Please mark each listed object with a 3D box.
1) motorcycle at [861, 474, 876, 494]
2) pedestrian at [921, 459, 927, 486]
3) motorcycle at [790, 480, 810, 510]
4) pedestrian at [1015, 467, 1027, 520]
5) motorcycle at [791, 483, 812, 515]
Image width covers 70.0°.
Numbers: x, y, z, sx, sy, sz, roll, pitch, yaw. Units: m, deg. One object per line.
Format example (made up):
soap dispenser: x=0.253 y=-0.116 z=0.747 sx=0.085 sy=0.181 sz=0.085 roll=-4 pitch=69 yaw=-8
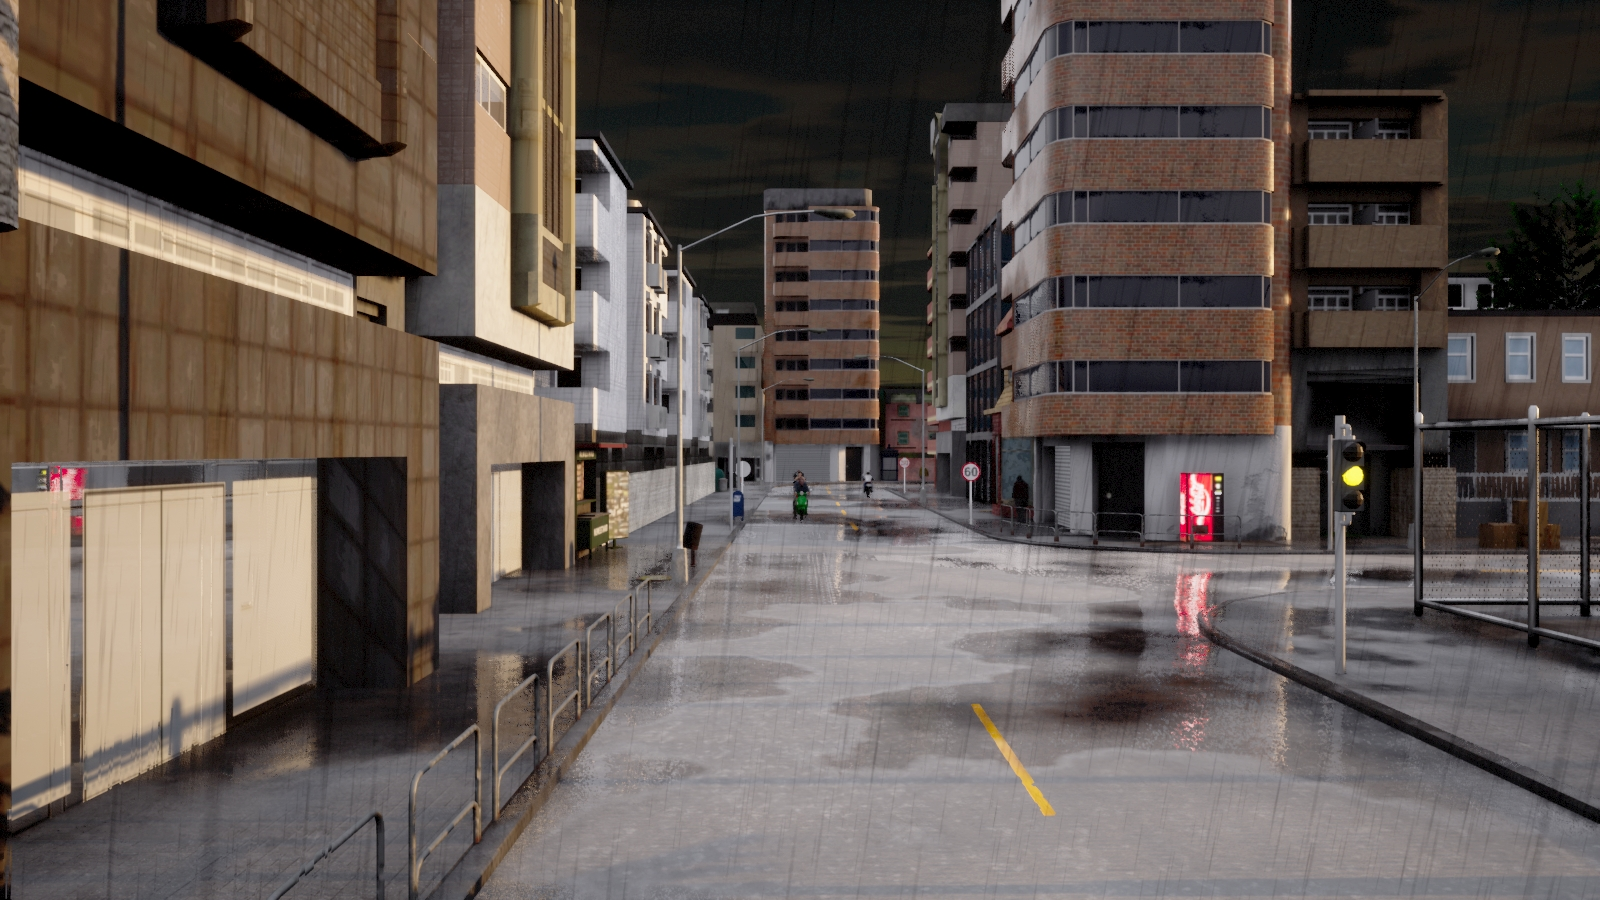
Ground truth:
motorcycle: x=4.038 y=2.005 z=67.659 sx=0.803 sy=1.145 sz=2.033 roll=0 pitch=0 yaw=0
pedestrian: x=8.400 y=1.536 z=77.502 sx=0.375 sy=1.860 sz=0.375 roll=0 pitch=0 yaw=16
motorcycle: x=0.019 y=1.970 z=50.389 sx=0.856 sy=1.236 sz=1.805 roll=0 pitch=0 yaw=0
pedestrian: x=7.820 y=1.523 z=40.438 sx=0.375 sy=1.860 sz=0.375 roll=0 pitch=0 yaw=-1
motorcycle: x=0.063 y=1.970 z=46.521 sx=0.856 sy=1.236 sz=1.805 roll=0 pitch=0 yaw=0
